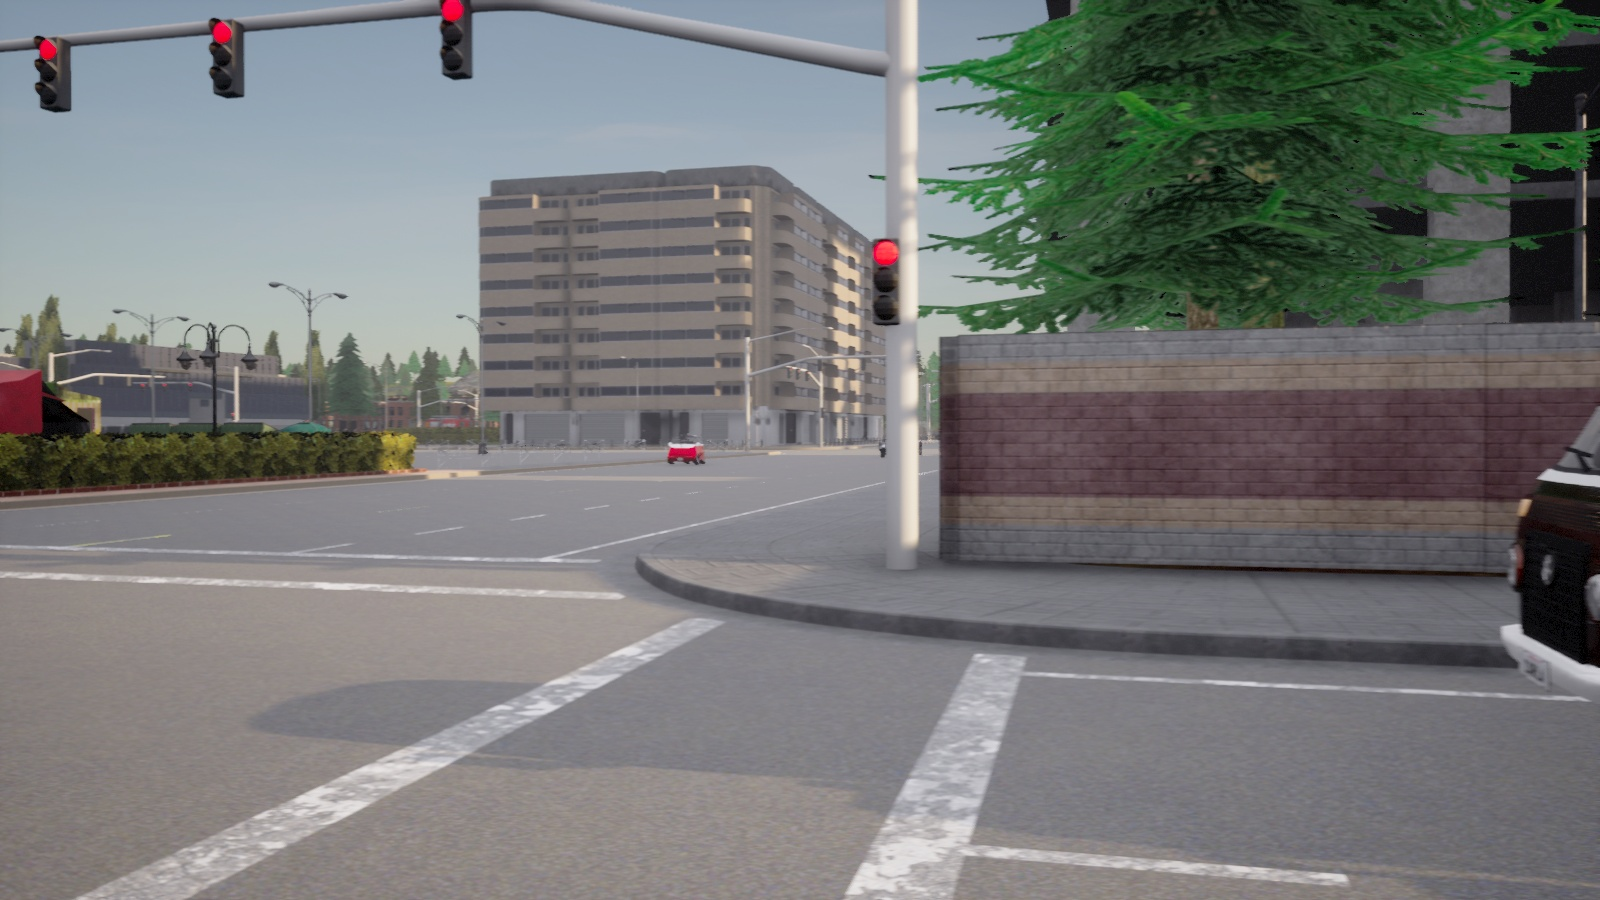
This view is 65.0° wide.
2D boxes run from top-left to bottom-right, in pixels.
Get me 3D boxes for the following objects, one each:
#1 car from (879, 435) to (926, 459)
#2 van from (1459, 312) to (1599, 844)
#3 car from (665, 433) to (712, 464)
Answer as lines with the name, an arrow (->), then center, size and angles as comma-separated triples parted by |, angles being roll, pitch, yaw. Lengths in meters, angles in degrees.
car -> 5.839, -0.185, 71.086 | 1.895, 1.301, 4.718 | 0, 1, 15
van -> 5.481, 0.494, 5.220 | 4.480, 2.038, 2.069 | 0, 1, 15
car -> -5.027, -0.061, 56.865 | 1.481, 1.376, 2.207 | 0, 1, 14
